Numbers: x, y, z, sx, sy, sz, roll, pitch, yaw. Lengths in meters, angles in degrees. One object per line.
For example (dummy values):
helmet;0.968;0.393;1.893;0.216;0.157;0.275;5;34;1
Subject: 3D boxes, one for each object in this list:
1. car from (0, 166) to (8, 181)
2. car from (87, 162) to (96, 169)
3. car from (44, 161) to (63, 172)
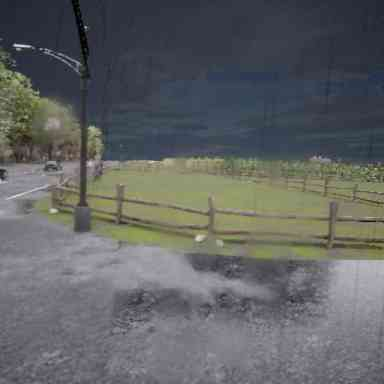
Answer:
car;-16.154;-1.598;26.225;2.128;1.511;4.902;1;5;-11
car;-20.290;-5.317;66.458;1.812;1.442;4.674;1;5;-11
car;-20.653;-3.864;49.741;1.837;1.490;4.892;1;6;-11
